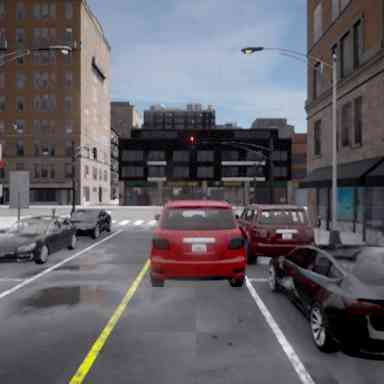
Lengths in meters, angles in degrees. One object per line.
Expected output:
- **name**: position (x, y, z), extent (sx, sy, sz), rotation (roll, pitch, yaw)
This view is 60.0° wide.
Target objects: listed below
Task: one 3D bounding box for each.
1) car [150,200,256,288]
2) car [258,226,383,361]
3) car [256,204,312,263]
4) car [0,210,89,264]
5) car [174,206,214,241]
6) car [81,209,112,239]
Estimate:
- **car**: position (0.087, 1.224, 9.395), extent (2.150, 2.045, 5.566), rotation (0, 0, -1)
- **car**: position (2.639, 1.567, 5.956), extent (1.947, 1.339, 4.313), rotation (0, 0, 0)
- **car**: position (2.641, 1.318, 11.618), extent (2.192, 1.841, 5.009), rotation (0, 0, 0)
- **car**: position (-5.384, 1.554, 11.621), extent (2.008, 1.369, 4.403), rotation (0, 0, 0)
- **car**: position (0.097, 1.530, 17.536), extent (1.812, 1.442, 4.674), rotation (0, 0, 0)
- **car**: position (-5.382, 1.570, 17.283), extent (1.947, 1.339, 4.313), rotation (0, 0, 0)
